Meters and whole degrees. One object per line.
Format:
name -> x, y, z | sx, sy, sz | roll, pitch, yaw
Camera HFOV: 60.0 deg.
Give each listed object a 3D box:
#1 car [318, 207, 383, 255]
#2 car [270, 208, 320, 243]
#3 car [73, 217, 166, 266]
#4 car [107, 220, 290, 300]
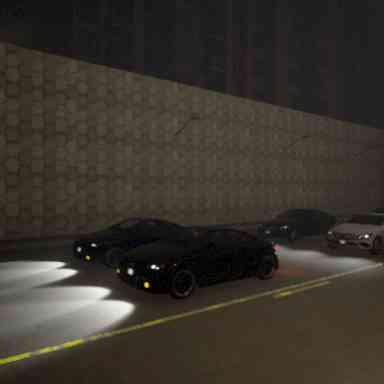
car -> 7.414, 1.546, 13.551 | 4.674, 1.442, 1.812 | 0, 0, -35
car -> 5.332, 1.546, 16.368 | 4.674, 1.442, 1.812 | 0, 0, -35
car -> -1.801, 1.571, 11.295 | 4.181, 1.385, 1.994 | 0, 0, -35
car -> 0.276, 1.571, 8.476 | 4.181, 1.385, 1.994 | 0, 0, -35
